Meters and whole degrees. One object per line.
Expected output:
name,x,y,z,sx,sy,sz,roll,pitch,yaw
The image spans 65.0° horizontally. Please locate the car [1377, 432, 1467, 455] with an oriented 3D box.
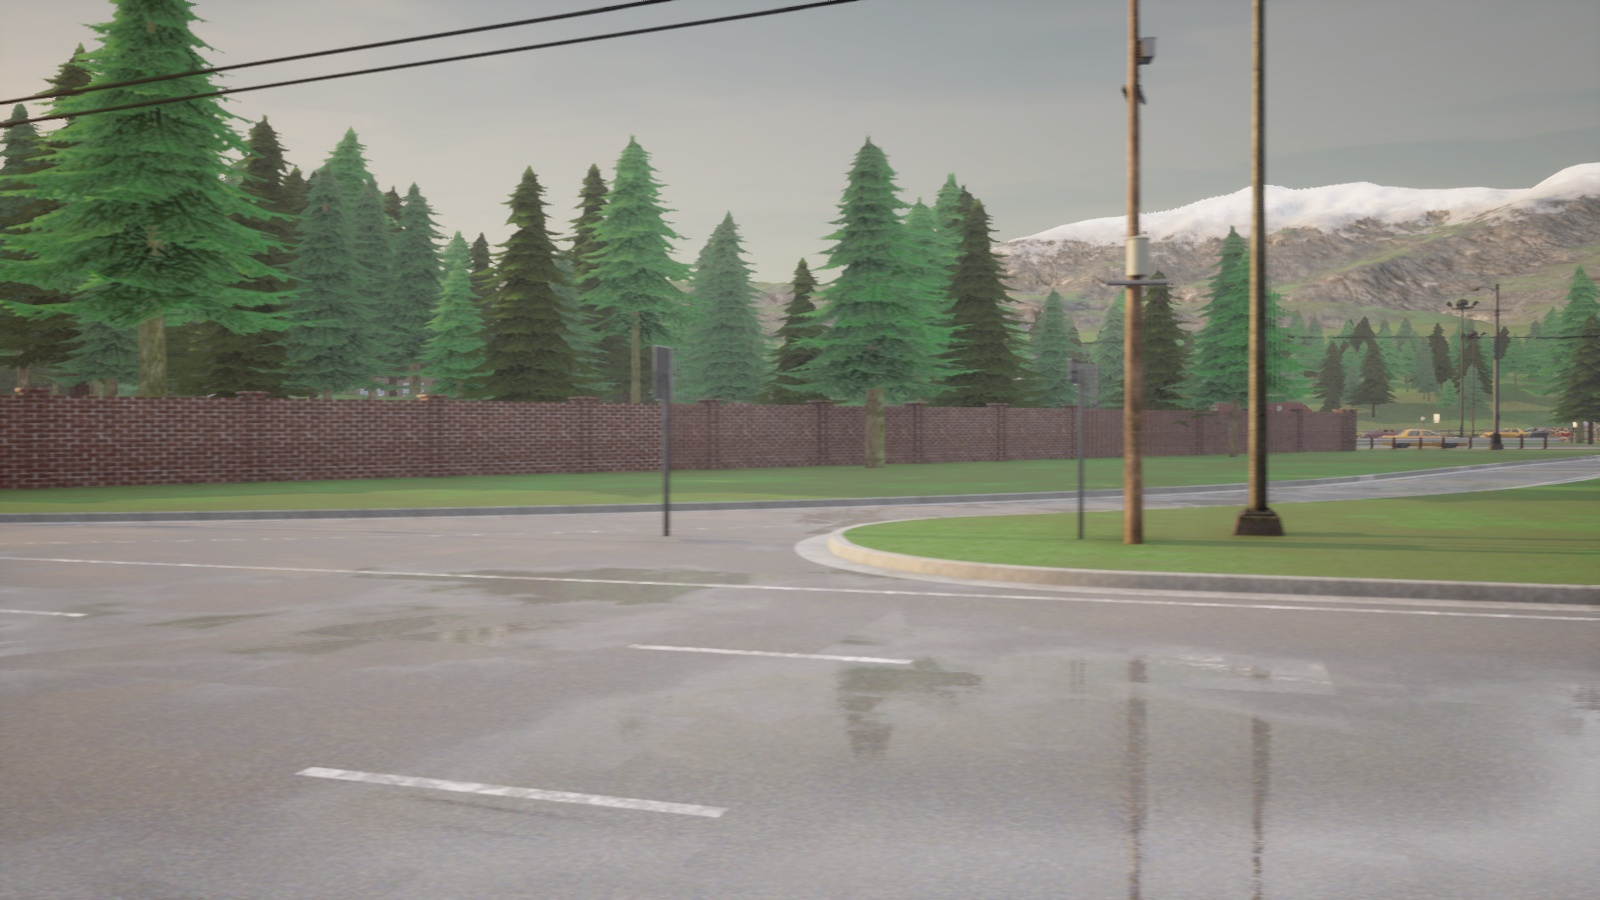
car,42.869,-0.465,86.658,5.366,1.575,1.801,1,1,18
